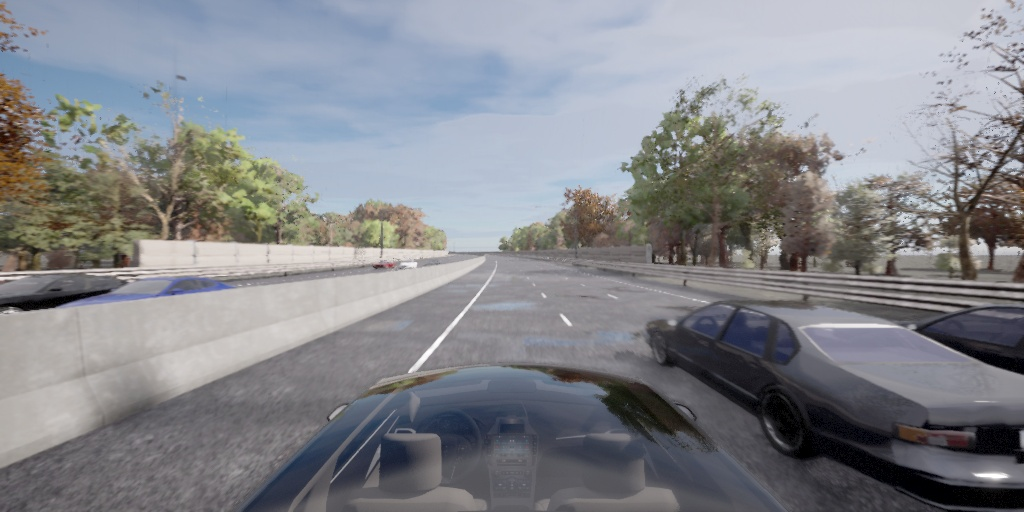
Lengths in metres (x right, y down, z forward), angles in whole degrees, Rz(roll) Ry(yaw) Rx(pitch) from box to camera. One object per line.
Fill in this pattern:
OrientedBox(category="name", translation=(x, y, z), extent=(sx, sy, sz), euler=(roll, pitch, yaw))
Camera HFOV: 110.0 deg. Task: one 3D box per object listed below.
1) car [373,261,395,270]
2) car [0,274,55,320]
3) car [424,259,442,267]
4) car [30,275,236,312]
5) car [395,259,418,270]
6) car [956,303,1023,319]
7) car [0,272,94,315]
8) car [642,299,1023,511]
OrientedBox(category="car", translation=(-18.195, 1.304, 51.093), extent=(1.895, 1.301, 4.718), euler=(0, 1, -1))
OrientedBox(category="car", translation=(-17.618, 1.349, 10.782), extent=(1.812, 1.442, 4.674), euler=(0, 0, 0))
OrientedBox(category="car", translation=(-11.208, 1.202, 51.324), extent=(1.837, 1.490, 4.892), euler=(0, 1, -1))
OrientedBox(category="car", translation=(-10.619, 1.344, 10.946), extent=(1.812, 1.442, 4.674), euler=(0, 0, 0))
OrientedBox(category="car", translation=(-14.701, 1.226, 51.211), extent=(1.812, 1.442, 4.674), euler=(0, 1, -1))
OrientedBox(category="car", translation=(7.099, 1.310, 4.531), extent=(2.033, 1.411, 5.357), euler=(0, 0, 0))
OrientedBox(category="car", translation=(-14.120, 1.299, 11.026), extent=(1.882, 1.535, 5.008), euler=(0, -1, 0))
OrientedBox(category="car", translation=(3.598, 1.316, 4.955), extent=(2.033, 1.411, 5.357), euler=(0, 0, 0))
